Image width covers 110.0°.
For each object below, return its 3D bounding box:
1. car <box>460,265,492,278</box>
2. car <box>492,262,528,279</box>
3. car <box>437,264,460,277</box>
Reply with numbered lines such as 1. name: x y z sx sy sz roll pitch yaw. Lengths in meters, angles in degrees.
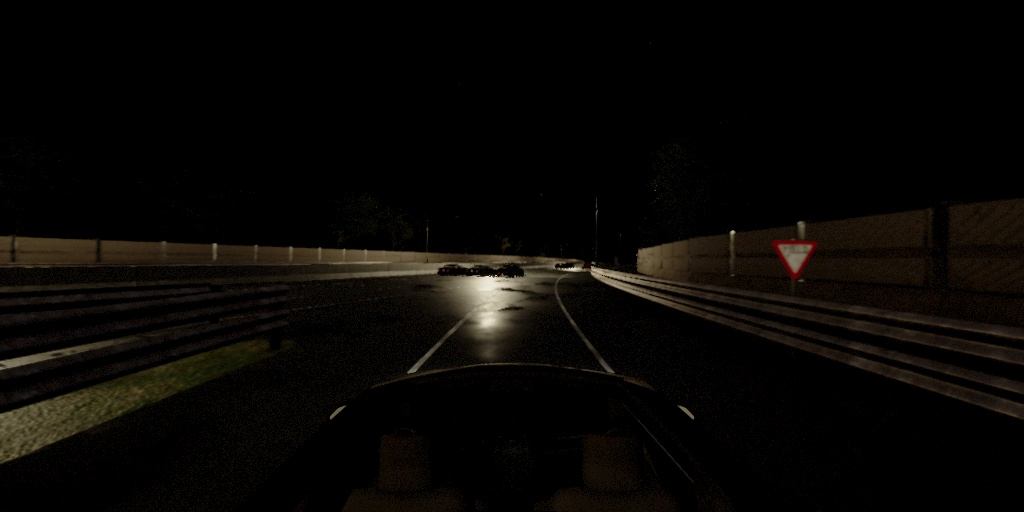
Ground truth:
1. car: -3.382 1.678 40.544 2.033 1.411 5.357 0 -1 21
2. car: -0.116 1.656 39.284 1.837 1.490 4.892 0 -1 21
3. car: -6.640 1.659 41.823 2.033 1.411 5.357 0 -1 21
